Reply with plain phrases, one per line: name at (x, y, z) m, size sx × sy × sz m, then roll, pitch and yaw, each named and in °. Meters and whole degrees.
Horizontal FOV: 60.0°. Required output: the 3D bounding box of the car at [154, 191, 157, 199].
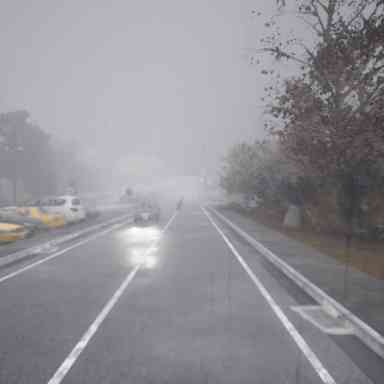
car at (-10.198, 0.990, 66.377) m, size 5.008 × 1.535 × 2.097 m, roll 0°, pitch 1°, yaw 0°

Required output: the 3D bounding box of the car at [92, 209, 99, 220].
car at (-10.121, 1.595, 25.438) m, size 5.008 × 1.535 × 2.097 m, roll 0°, pitch 0°, yaw 0°

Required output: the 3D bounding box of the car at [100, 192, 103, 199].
car at (-23.214, 0.928, 74.624) m, size 4.792 × 1.488 × 2.163 m, roll 0°, pitch 1°, yaw 0°

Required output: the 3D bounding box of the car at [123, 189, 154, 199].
car at (-10.249, 0.875, 63.598) m, size 4.553 × 1.767 × 2.185 m, roll 0°, pitch 0°, yaw 0°

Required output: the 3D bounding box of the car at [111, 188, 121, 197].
car at (-22.975, 0.449, 91.350) m, size 5.366 × 1.575 × 1.946 m, roll 0°, pitch 2°, yaw 0°

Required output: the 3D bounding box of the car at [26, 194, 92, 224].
car at (-10.155, 1.327, 22.664) m, size 5.566 × 2.045 × 2.435 m, roll 0°, pitch 0°, yaw 0°

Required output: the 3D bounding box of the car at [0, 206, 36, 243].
car at (-9.976, 1.524, 14.333) m, size 5.366 × 1.575 × 1.946 m, roll 0°, pitch 0°, yaw 0°

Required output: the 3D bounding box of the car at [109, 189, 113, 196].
car at (-23.195, 0.712, 83.120) m, size 4.892 × 1.521 × 2.231 m, roll 0°, pitch 1°, yaw 0°

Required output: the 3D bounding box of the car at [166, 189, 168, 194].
car at (-10.069, 0.383, 94.245) m, size 4.674 × 1.452 × 2.002 m, roll 0°, pitch 2°, yaw 0°

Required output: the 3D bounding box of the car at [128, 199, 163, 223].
car at (-3.295, 1.517, 25.831) m, size 2.128 × 1.511 × 4.902 m, roll 0°, pitch 0°, yaw 0°

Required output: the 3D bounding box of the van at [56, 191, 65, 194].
van at (-23.199, 0.782, 58.009) m, size 4.442 × 1.987 × 1.878 m, roll 1°, pitch 0°, yaw 0°

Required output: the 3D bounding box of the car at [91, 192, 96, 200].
car at (-23.455, 0.964, 69.173) m, size 5.366 × 1.575 × 1.946 m, roll 0°, pitch 1°, yaw 0°

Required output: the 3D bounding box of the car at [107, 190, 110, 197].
car at (-23.210, 0.784, 80.203) m, size 5.008 × 1.535 × 2.097 m, roll 0°, pitch 1°, yaw 0°

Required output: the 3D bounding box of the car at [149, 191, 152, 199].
car at (-10.261, 1.035, 60.812) m, size 4.792 × 1.488 × 2.163 m, roll 0°, pitch 0°, yaw 0°

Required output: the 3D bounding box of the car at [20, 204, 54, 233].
car at (-10.156, 1.545, 17.109) m, size 4.892 × 1.521 × 2.231 m, roll 0°, pitch 0°, yaw 0°

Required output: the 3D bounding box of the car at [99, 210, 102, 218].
car at (-10.075, 1.642, 28.214) m, size 4.792 × 1.488 × 2.163 m, roll 0°, pitch 0°, yaw 0°

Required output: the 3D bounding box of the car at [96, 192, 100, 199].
car at (-23.442, 0.934, 71.969) m, size 5.366 × 1.575 × 1.946 m, roll 0°, pitch 1°, yaw 0°

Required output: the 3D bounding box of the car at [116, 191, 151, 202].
car at (-10.216, 1.038, 58.028) m, size 4.792 × 1.488 × 2.163 m, roll 0°, pitch 0°, yaw 0°

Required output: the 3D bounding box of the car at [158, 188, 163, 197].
car at (-10.104, 0.657, 80.317) m, size 4.553 × 1.767 × 2.185 m, roll 0°, pitch 1°, yaw 0°

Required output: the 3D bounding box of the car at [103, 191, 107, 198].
car at (-23.224, 0.845, 77.414) m, size 5.008 × 1.535 × 2.097 m, roll 0°, pitch 1°, yaw 0°

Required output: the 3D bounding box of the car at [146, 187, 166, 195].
car at (-10.111, 0.323, 91.454) m, size 4.553 × 1.767 × 2.185 m, roll 0°, pitch 2°, yaw 0°

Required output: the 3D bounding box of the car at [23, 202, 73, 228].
car at (-10.324, 1.558, 19.886) m, size 5.366 × 1.575 × 1.946 m, roll 0°, pitch 0°, yaw 0°

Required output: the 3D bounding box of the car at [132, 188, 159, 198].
car at (-10.218, 0.717, 69.169) m, size 5.566 × 2.045 × 2.435 m, roll 0°, pitch 1°, yaw 0°

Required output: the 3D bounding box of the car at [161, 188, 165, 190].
car at (-10.125, 0.420, 88.675) m, size 4.553 × 1.767 × 2.185 m, roll 0°, pitch 2°, yaw 0°
